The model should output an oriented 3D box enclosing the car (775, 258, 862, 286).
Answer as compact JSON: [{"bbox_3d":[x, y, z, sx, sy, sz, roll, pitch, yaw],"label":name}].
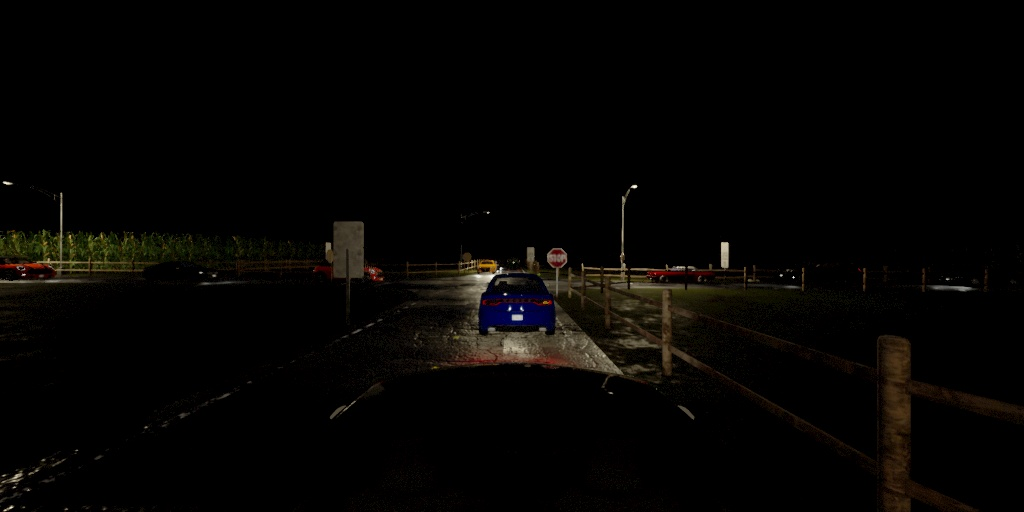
[{"bbox_3d":[23.649,1.175,27.788,5.566,2.045,2.150,1,0,0],"label":"car"}]

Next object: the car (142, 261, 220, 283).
[{"bbox_3d":[-23.413,1.105,25.403,4.674,1.442,1.812,1,0,1],"label":"car"}]

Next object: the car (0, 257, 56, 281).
[{"bbox_3d":[-35.744,0.834,25.558,4.553,1.767,2.097,0,0,1],"label":"car"}]

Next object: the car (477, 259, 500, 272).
[{"bbox_3d":[-2.787,1.223,40.990,1.882,1.535,5.008,0,0,1],"label":"car"}]

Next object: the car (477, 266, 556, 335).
[{"bbox_3d":[0.123,1.227,10.499,1.882,1.535,5.008,0,0,0],"label":"car"}]

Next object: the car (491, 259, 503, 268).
[{"bbox_3d":[-2.649,1.247,62.804,1.837,1.490,4.892,0,0,1],"label":"car"}]

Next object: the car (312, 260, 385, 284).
[{"bbox_3d":[-11.411,1.027,25.258,4.553,1.767,2.097,0,0,1],"label":"car"}]

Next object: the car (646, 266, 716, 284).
[{"bbox_3d":[12.990,1.463,27.888,4.718,1.301,1.895,0,0,0],"label":"car"}]

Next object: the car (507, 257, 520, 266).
[{"bbox_3d":[0.239,1.095,58.669,2.097,1.767,4.553,0,0,0],"label":"car"}]

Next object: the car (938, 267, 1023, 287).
[{"bbox_3d":[36.006,1.573,27.624,4.892,1.490,1.837,1,0,1],"label":"car"}]

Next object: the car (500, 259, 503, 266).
[{"bbox_3d":[-2.713,1.309,51.006,1.994,1.385,4.181,0,0,0],"label":"car"}]
